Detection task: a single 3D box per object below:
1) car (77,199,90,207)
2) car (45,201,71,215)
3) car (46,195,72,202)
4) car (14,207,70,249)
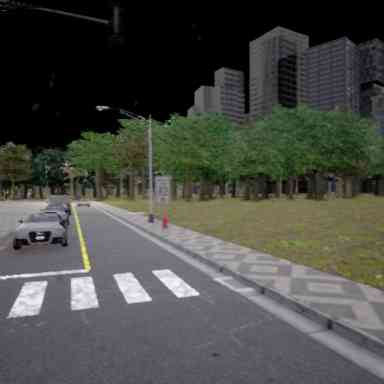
[{"bbox_3d":[-17.340,1.730,53.056,1.895,1.301,4.718,0,0,-20],"label":"car"},{"bbox_3d":[-10.010,1.646,24.209,1.994,1.385,4.181,0,0,-20],"label":"car"},{"bbox_3d":[-13.638,1.331,34.283,2.150,2.045,5.566,0,0,-20],"label":"car"},{"bbox_3d":[-6.631,1.617,14.887,1.994,1.385,4.181,0,0,-20],"label":"car"}]
